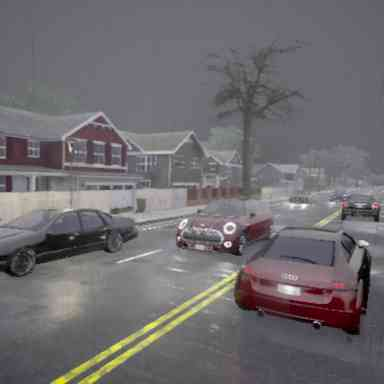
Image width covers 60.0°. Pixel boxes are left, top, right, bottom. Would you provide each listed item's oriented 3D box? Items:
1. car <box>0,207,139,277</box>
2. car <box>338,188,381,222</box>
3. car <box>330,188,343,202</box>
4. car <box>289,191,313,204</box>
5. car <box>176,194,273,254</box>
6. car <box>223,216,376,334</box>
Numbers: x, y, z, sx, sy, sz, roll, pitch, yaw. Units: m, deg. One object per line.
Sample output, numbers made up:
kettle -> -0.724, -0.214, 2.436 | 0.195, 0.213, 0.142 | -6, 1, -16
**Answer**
car -> -3.744, 1.164, 9.359 | 2.033, 1.411, 5.357 | 2, 2, 30
car -> 11.229, 0.846, 21.991 | 2.097, 1.767, 4.553 | 2, 2, 30
car -> 18.813, 0.339, 42.133 | 2.097, 1.767, 4.553 | 2, 2, 30
car -> 12.320, 0.583, 37.367 | 1.994, 1.385, 4.181 | 2, 2, 30
car -> 1.354, 0.991, 11.700 | 2.097, 1.767, 4.553 | 2, 2, 30
car -> 2.435, 1.384, 6.667 | 1.994, 1.385, 4.181 | 2, 2, 30
